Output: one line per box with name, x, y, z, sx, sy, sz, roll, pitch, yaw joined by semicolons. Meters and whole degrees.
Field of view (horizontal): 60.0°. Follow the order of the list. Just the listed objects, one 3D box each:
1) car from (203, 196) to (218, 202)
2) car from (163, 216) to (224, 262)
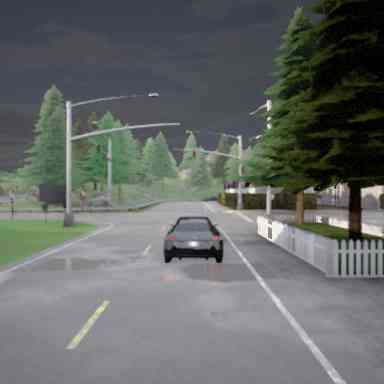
car;5.266;1.578;76.774;5.357;1.411;2.033;0;0;-26
car;0.062;1.570;12.187;1.994;1.385;4.181;0;0;0
